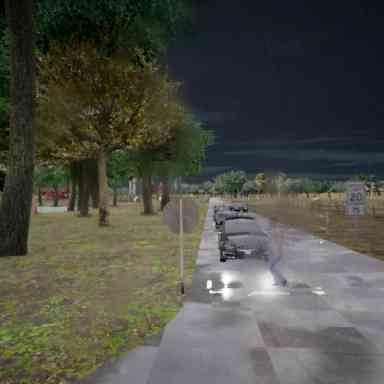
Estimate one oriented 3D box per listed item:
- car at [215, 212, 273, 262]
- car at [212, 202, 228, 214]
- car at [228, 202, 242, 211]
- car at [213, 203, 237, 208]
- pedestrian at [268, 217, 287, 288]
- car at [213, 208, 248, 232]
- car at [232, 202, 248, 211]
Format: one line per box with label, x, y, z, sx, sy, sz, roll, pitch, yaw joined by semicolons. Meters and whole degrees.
car;1.988;1.786;13.421;1.837;1.490;4.892;-1;-1;3
car;4.047;2.302;48.006;2.128;1.511;4.902;-1;-1;3
car;7.473;2.462;58.051;1.994;1.385;4.181;-1;-1;3
car;3.128;2.152;33.140;1.994;1.385;4.181;-1;-1;4
pedestrian;2.215;1.485;8.511;0.375;1.860;0.375;-2;0;3
car;2.547;2.037;23.243;1.895;1.301;4.718;-1;-1;3
car;6.900;2.352;47.899;1.895;1.301;4.718;-1;-1;3
